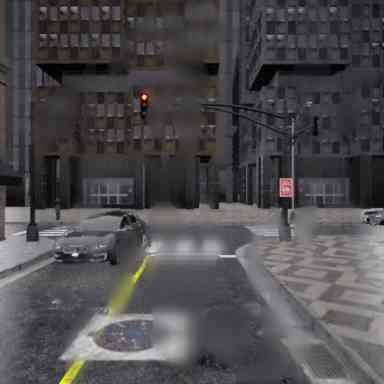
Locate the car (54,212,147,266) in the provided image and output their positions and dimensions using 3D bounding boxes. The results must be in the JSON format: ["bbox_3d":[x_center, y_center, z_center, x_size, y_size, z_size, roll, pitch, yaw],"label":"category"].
[{"bbox_3d":[-2.970,1.505,11.740,1.837,1.490,4.892,-2,0,8],"label":"car"}]

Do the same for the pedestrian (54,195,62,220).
[{"bbox_3d":[-9.824,1.152,24.365,0.375,1.860,0.375,0,0,1],"label":"pedestrian"}]

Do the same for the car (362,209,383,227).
[{"bbox_3d":[13.432,1.470,21.059,4.902,1.511,2.128,0,0,1],"label":"car"}]
